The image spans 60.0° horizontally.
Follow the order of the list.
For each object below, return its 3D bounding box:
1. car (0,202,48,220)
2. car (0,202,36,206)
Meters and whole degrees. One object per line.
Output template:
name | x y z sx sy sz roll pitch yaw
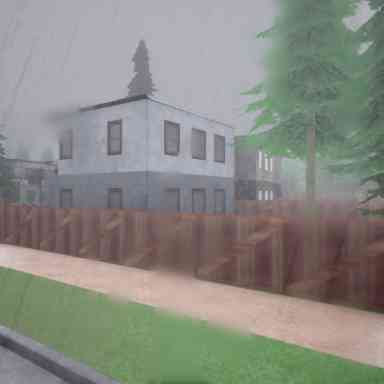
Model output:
car | -15.351 1.582 29.329 1.895 1.301 4.718 0 0 28
car | -14.109 1.485 23.740 1.837 1.490 4.892 1 0 30
